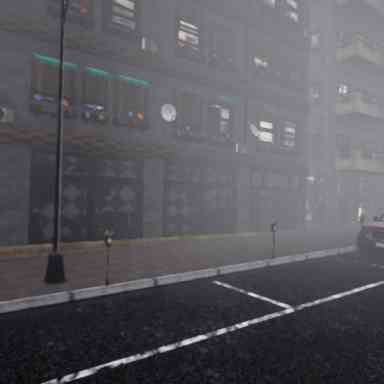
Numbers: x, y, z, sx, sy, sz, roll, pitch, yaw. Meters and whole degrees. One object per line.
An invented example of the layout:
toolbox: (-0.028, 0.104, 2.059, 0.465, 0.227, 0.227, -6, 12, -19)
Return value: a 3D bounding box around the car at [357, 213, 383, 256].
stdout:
car: (8.244, 1.450, 12.407, 5.009, 1.841, 2.192, 1, 1, -35)
